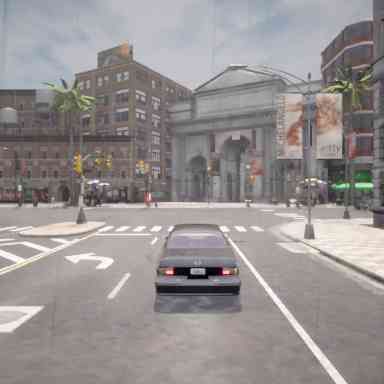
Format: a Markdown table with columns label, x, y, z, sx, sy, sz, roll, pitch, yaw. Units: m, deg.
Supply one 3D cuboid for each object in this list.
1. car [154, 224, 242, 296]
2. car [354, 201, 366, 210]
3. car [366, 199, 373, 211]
| label | x | y | z | sx | sy | sz | roll | pitch | yaw |
| --- | --- | --- | --- | --- | --- | --- | --- | --- | --- |
| car | 0.114 | 1.547 | 8.800 | 2.033 | 1.411 | 5.357 | 0 | 0 | 0 |
| car | 22.293 | 1.564 | 41.017 | 4.181 | 1.385 | 1.994 | 0 | 0 | 0 |
| car | 22.719 | 1.526 | 37.518 | 4.674 | 1.442 | 1.812 | 0 | 0 | 1 |
